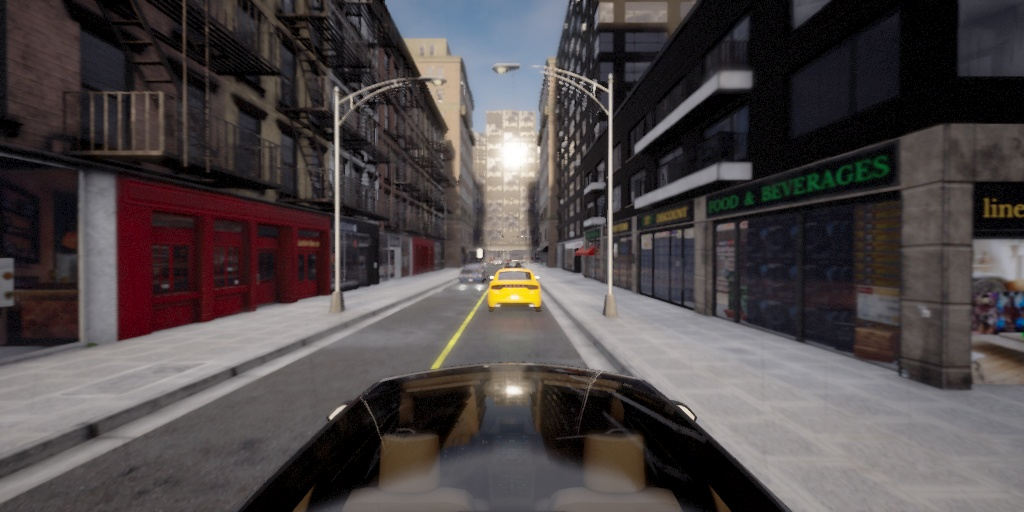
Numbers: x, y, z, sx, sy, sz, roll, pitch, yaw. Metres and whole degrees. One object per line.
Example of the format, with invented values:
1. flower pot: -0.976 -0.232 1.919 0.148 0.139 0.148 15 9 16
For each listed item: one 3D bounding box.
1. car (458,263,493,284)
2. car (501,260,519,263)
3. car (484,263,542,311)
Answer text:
1. car: -2.852 1.275 27.388 2.033 1.411 5.357 0 0 0
2. car: 0.098 1.238 34.726 1.812 1.442 4.674 0 0 0
3. car: 0.099 1.223 14.416 1.882 1.535 5.008 0 0 0
